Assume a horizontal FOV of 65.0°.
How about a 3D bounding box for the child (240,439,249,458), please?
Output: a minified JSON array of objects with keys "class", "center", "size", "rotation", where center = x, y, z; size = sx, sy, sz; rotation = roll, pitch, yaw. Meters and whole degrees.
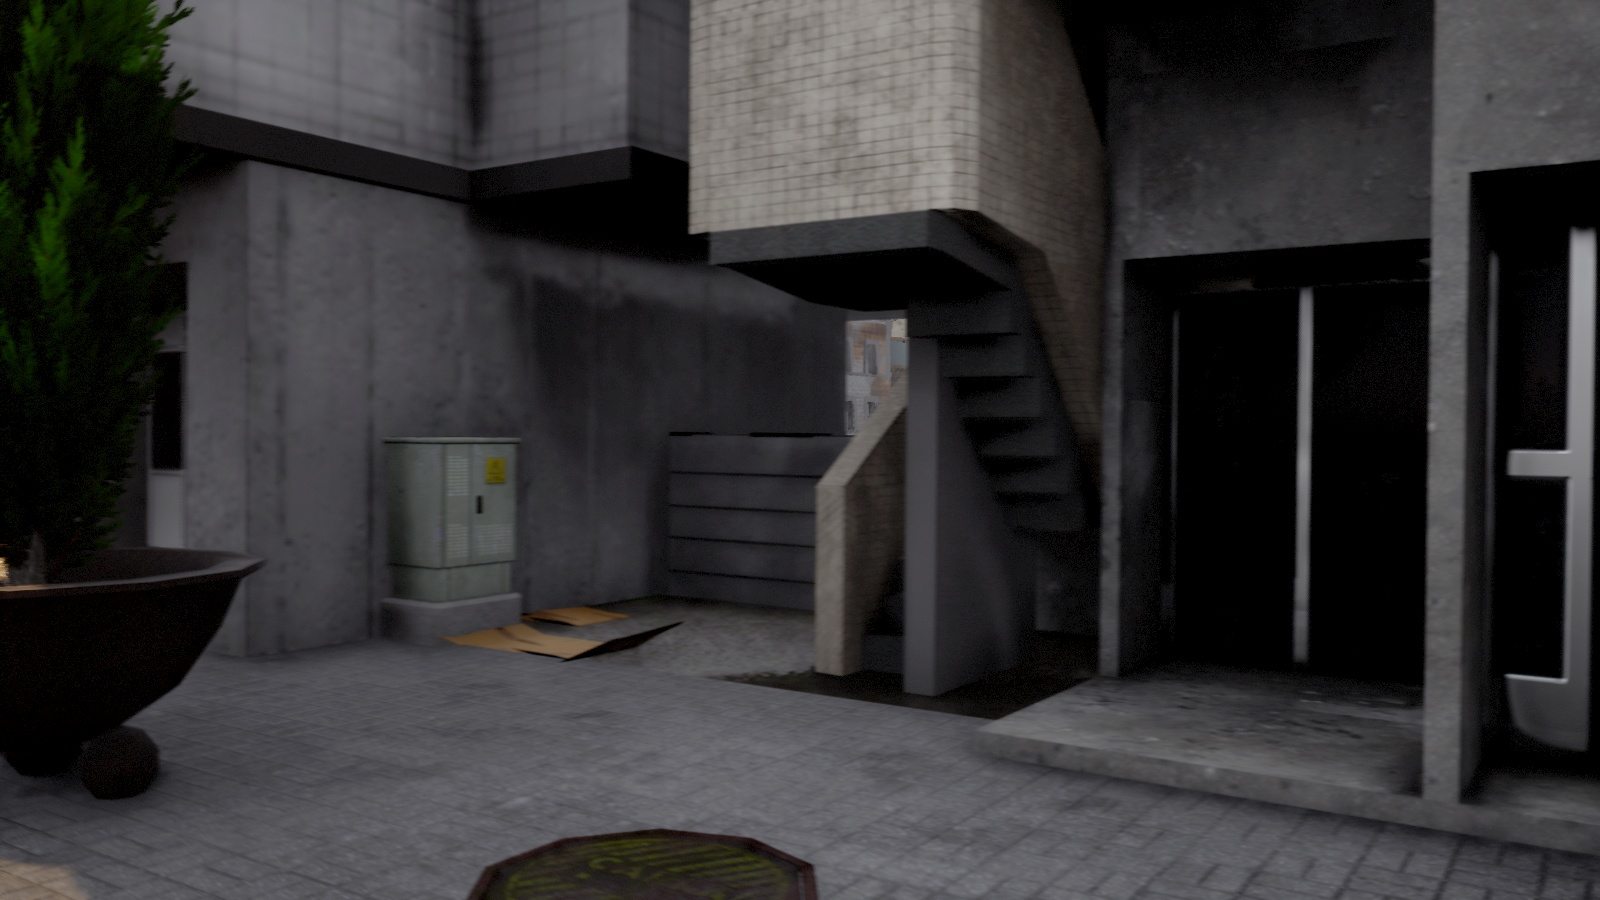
[{"class":"child","center":[-37.154,-0.088,83.982],"size":[0.270,1.263,0.437],"rotation":[0,1,33]}]
